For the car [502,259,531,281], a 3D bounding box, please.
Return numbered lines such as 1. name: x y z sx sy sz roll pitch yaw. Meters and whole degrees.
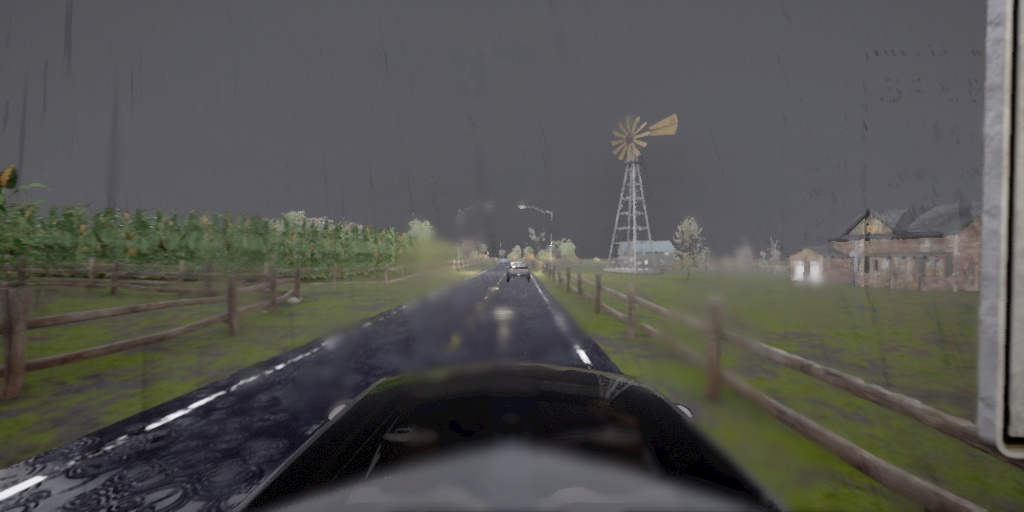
1. car: 0.547 1.233 29.595 2.128 1.511 4.902 1 0 1
